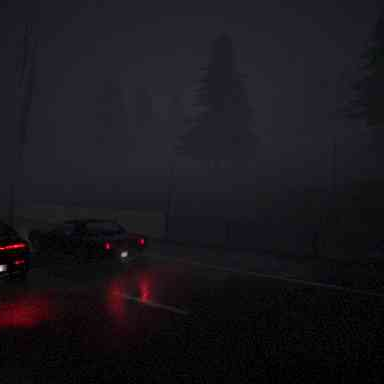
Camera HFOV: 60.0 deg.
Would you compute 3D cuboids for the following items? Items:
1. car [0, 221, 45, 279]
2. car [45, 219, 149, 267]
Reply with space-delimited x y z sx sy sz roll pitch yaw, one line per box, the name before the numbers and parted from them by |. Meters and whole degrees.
car | -6.039 1.458 8.754 4.892 1.490 1.837 -1 -1 39
car | -3.738 1.569 11.380 4.718 1.301 1.895 0 0 40
